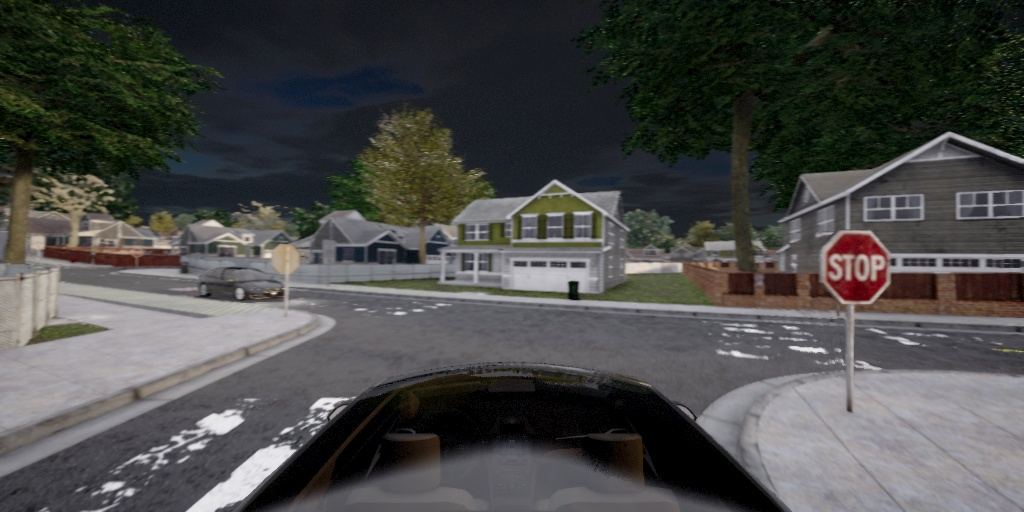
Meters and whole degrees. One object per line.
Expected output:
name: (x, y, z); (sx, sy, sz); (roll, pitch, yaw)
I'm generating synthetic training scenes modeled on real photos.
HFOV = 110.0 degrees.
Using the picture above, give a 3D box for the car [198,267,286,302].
car: (-12.892, 1.310, 17.140); (4.892, 1.490, 1.837); (3, 0, 25)
